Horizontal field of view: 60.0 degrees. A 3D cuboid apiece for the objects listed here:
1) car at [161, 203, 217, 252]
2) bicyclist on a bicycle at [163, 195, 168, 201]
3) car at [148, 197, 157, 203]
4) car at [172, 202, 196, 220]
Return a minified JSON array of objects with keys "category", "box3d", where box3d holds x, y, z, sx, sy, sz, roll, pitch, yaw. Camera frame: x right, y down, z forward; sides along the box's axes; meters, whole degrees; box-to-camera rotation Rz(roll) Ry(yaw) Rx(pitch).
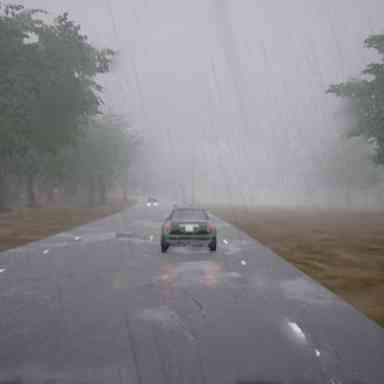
[{"category":"car","box3d":[-0.154,1.367,14.132,2.097,1.767,4.553,1,0,-2]},{"category":"bicyclist on a bicycle","box3d":[-6.853,1.545,89.299,0.582,1.620,1.656,0,0,-10]},{"category":"car","box3d":[-8.492,1.648,71.328,1.895,1.301,4.718,0,0,-8]},{"category":"car","box3d":[-0.786,1.632,29.228,1.895,1.301,4.718,1,0,-3]}]
